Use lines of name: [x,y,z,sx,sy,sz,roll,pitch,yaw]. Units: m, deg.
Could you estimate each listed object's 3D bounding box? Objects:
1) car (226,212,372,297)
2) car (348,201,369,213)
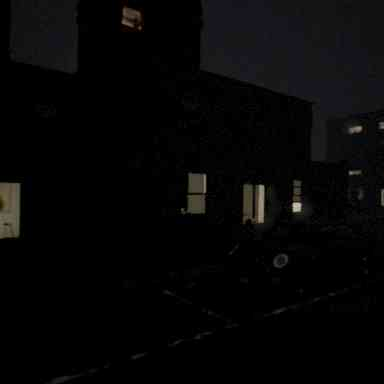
car: [2.805,1.437,8.543,4.097,1.590,1.967,0,1,-35]
car: [16.109,1.600,34.778,1.887,1.381,4.507,1,-1,-35]
